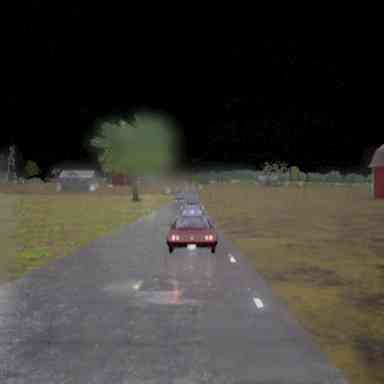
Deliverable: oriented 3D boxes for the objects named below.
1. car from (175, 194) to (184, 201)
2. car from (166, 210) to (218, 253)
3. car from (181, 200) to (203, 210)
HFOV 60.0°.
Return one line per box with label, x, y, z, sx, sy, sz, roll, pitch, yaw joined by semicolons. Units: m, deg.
car;-2.711;1.109;71.758;2.033;1.411;5.357;0;2;0
car;0.010;1.674;14.106;1.895;1.301;4.718;0;0;0
car;0.017;1.674;28.988;2.033;1.411;5.357;0;0;0
